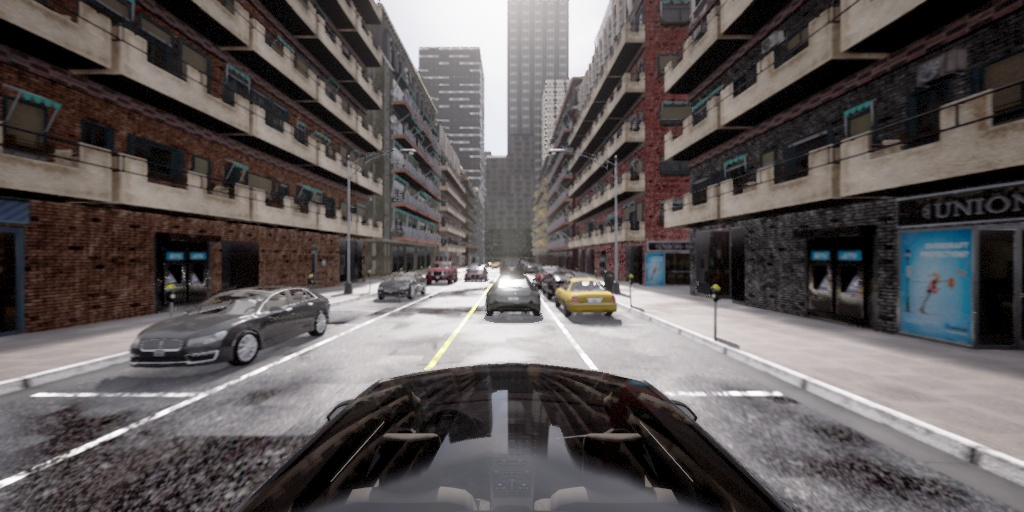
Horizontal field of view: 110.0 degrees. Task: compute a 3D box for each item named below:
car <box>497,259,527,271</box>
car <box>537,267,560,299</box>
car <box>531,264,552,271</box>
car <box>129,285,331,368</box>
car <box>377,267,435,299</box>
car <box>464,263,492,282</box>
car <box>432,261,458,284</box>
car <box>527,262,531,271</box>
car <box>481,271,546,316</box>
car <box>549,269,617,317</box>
[{"bbox_3d":[-0.024,1.308,33.313,2.150,2.045,5.566,0,-1,0],"label":"car"},{"bbox_3d":[2.622,1.501,19.187,1.948,1.339,4.313,0,0,0],"label":"car"},{"bbox_3d":[2.600,1.435,24.789,1.967,1.591,4.097,0,0,0],"label":"car"},{"bbox_3d":[-5.713,1.368,7.979,2.007,1.370,4.403,0,0,0],"label":"car"},{"bbox_3d":[-5.758,1.487,19.182,2.007,1.370,4.403,0,0,0],"label":"car"},{"bbox_3d":[-3.221,1.651,33.207,1.994,1.385,4.181,0,-1,0],"label":"car"},{"bbox_3d":[-5.803,1.372,30.386,2.192,1.841,5.009,0,0,0],"label":"car"},{"bbox_3d":[2.510,1.801,47.195,1.948,1.339,4.313,0,0,0],"label":"car"},{"bbox_3d":[0.044,1.446,14.174,1.994,1.385,4.181,0,-1,0],"label":"car"},{"bbox_3d":[2.644,1.401,13.756,1.751,1.417,4.829,0,0,0],"label":"car"}]
